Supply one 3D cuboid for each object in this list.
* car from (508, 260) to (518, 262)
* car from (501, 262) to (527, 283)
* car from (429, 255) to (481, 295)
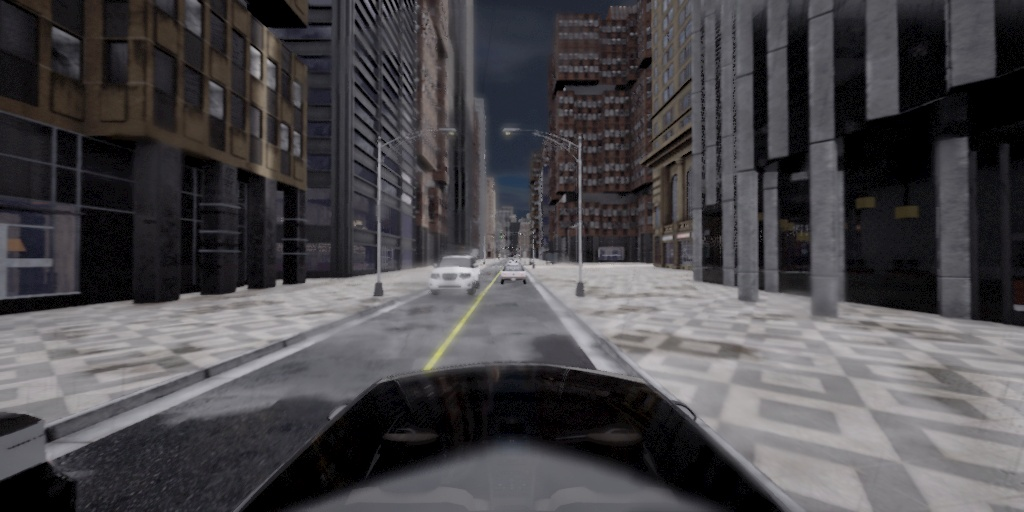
[{"bbox_3d":[0.128,1.287,47.062,1.812,1.442,4.674,0,0,0],"label":"car"},{"bbox_3d":[0.115,1.357,27.579,1.895,1.301,4.718,0,0,0],"label":"car"},{"bbox_3d":[-2.996,0.978,19.946,2.150,2.045,5.566,0,0,0],"label":"car"}]
